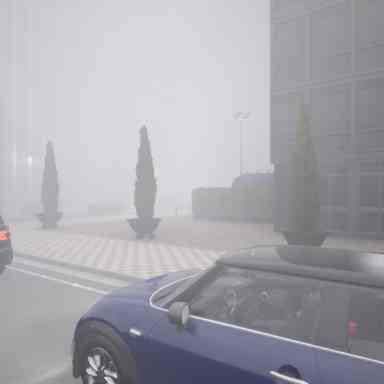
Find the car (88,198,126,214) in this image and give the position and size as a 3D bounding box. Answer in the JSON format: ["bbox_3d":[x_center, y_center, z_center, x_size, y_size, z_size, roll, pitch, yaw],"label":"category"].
[{"bbox_3d":[-9.074,1.564,35.704,1.994,1.385,4.181,0,0,35],"label":"car"}]

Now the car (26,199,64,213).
[{"bbox_3d":[-16.814,1.491,37.206,2.128,1.511,4.902,0,0,35],"label":"car"}]

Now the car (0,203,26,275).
[{"bbox_3d":[-7.056,1.222,9.004,5.566,2.045,2.150,0,0,36],"label":"car"}]

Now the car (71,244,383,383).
[{"bbox_3d":[0.807,1.352,3.418,4.553,1.767,2.097,0,0,36],"label":"car"}]

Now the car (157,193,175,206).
[{"bbox_3d":[-5.029,1.221,54.024,2.150,2.045,5.566,0,0,35],"label":"car"}]

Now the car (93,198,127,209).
[{"bbox_3d":[-11.115,1.564,45.343,1.994,1.385,4.181,0,0,35],"label":"car"}]
